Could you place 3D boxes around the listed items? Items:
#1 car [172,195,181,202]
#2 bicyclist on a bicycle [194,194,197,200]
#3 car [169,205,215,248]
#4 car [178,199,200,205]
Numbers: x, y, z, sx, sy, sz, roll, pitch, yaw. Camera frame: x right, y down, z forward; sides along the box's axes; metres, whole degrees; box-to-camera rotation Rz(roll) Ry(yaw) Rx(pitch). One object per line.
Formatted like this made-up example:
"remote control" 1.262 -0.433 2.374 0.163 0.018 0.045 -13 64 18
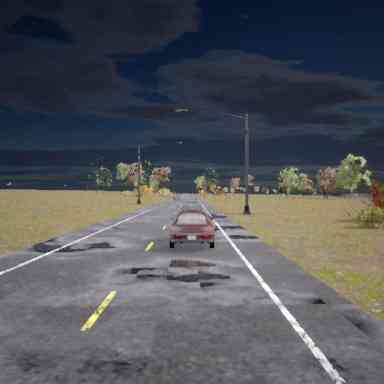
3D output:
"car" -3.500 1.485 76.753 1.837 1.490 4.892 0 0 0
"bicyclist on a bicycle" 0.953 1.408 89.848 0.866 1.612 1.509 0 0 0
"car" 0.000 1.535 14.650 1.812 1.442 4.674 0 0 0
"car" 0.000 1.565 29.651 2.033 1.411 5.357 0 0 0
